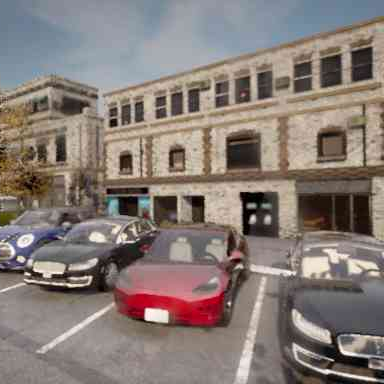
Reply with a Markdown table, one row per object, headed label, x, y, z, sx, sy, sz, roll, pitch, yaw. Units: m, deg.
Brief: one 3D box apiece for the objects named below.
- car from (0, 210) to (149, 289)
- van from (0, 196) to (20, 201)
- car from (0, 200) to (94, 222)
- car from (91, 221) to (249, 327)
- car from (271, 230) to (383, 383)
| label | x | y | z | sx | sy | sz | roll | pitch | yaw |
| --- | --- | --- | --- | --- | --- | --- | --- | --- | --- |
| car | -2.268 | 1.439 | 9.073 | 2.231 | 1.521 | 4.892 | 1 | 0 | 16 |
| van | -9.462 | 1.155 | 14.063 | 1.878 | 1.987 | 4.442 | 1 | 0 | 15 |
| car | -4.647 | 1.293 | 10.800 | 2.185 | 1.767 | 4.553 | 1 | 0 | 15 |
| car | 0.112 | 1.487 | 7.336 | 2.163 | 1.488 | 4.792 | 1 | 0 | 15 |
| car | 2.517 | 1.479 | 5.669 | 2.231 | 1.521 | 4.892 | 1 | 0 | 15 |
